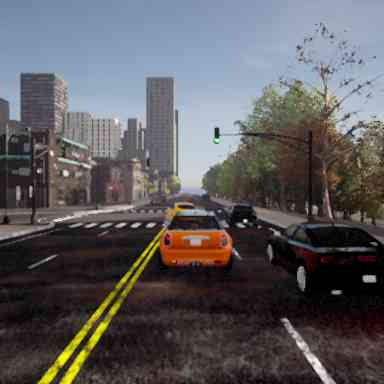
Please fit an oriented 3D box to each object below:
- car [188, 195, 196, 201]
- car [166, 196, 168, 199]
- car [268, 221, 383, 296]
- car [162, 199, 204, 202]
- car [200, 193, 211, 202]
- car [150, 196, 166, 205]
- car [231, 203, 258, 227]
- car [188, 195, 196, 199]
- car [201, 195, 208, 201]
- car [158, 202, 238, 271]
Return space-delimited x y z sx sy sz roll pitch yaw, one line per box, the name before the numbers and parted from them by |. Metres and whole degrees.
car | 0.017 1.532 88.224 2.033 1.411 5.357 0 0 0
car | -6.484 1.640 75.830 1.837 1.490 4.892 0 0 0
car | 3.352 1.496 8.757 1.882 1.535 5.008 0 0 0
car | -0.749 1.526 24.424 1.882 1.535 5.008 0 0 -13
car | 3.264 1.360 77.835 2.150 2.045 5.566 0 0 0
car | -6.527 1.604 60.374 2.128 1.511 4.902 0 0 1
car | 3.355 1.552 23.322 1.837 1.490 4.892 0 0 0
car | 0.015 1.688 78.220 1.994 1.385 4.181 0 0 0
car | 3.267 1.470 88.223 1.882 1.535 5.008 0 0 0
car | 0.102 1.377 11.158 2.097 1.767 4.553 0 0 0
